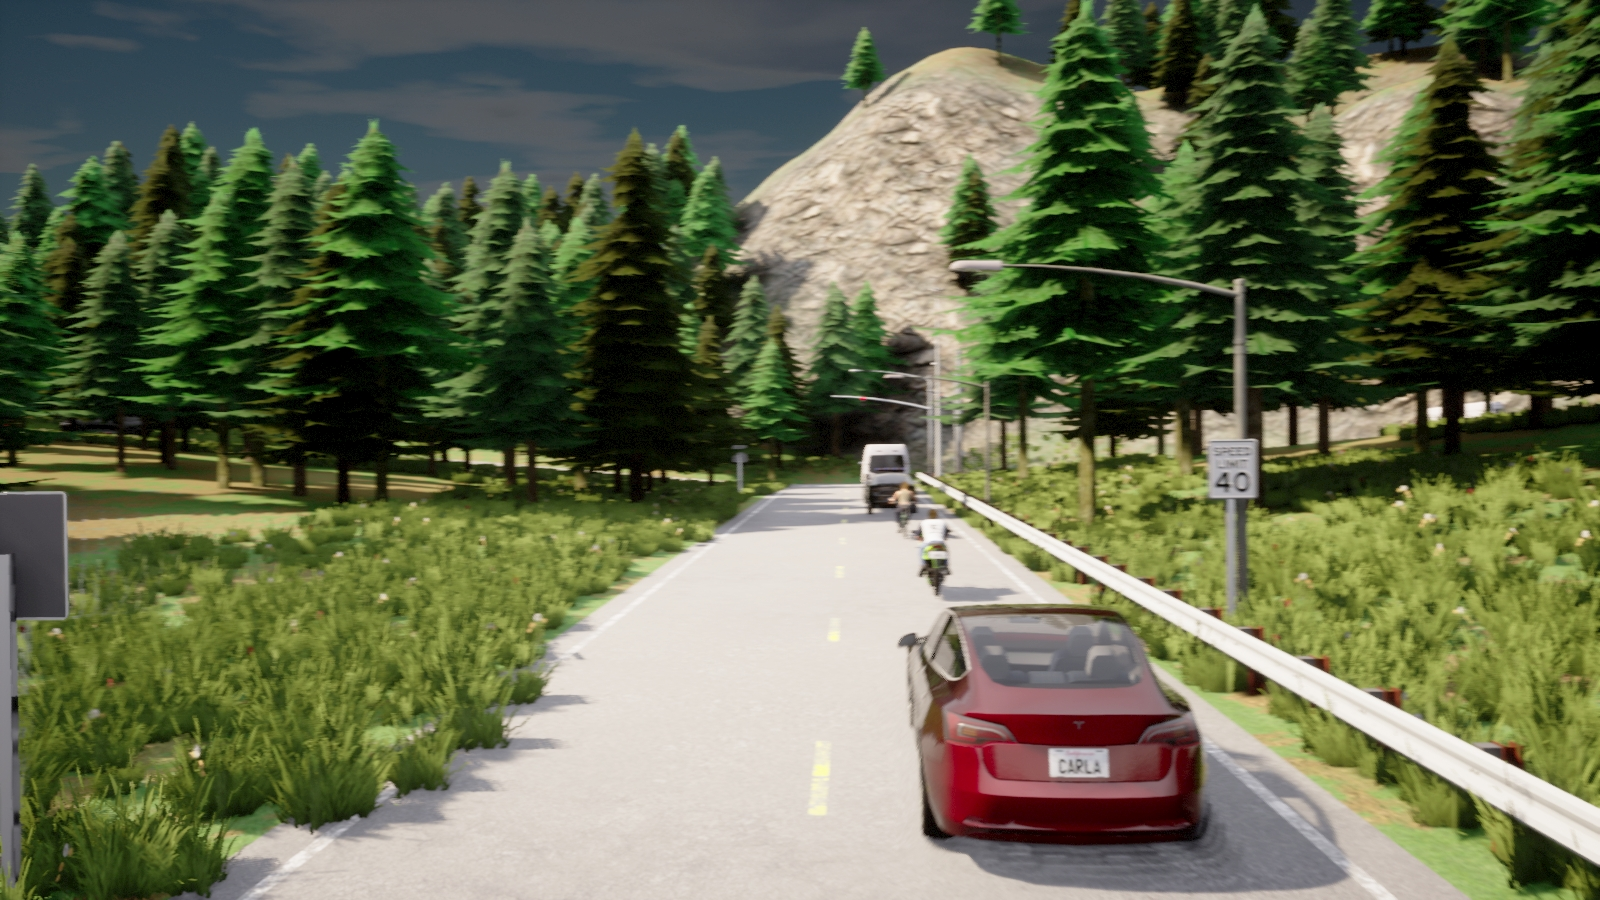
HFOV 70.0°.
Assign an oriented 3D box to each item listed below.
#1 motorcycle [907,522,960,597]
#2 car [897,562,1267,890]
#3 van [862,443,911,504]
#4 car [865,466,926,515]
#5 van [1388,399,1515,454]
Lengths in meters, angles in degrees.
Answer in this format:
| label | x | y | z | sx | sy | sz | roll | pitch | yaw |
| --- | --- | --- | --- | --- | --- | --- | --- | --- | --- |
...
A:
| label | x | y | z | sx | sy | sz | roll | pitch | yaw |
| --- | --- | --- | --- | --- | --- | --- | --- | --- | --- |
| motorcycle | 2.412 | 1.963 | 20.784 | 0.803 | 1.145 | 2.033 | -1 | 0 | 3 |
| car | 1.928 | 1.929 | 9.432 | 2.163 | 1.488 | 4.792 | -1 | 1 | 4 |
| van | 3.804 | 0.973 | 51.181 | 1.988 | 2.561 | 5.915 | -1 | 1 | 3 |
| car | 3.590 | 1.495 | 43.770 | 2.097 | 1.638 | 5.238 | -1 | 1 | 3 |
| van | 37.817 | -1.317 | 66.542 | 1.988 | 2.561 | 5.915 | -2 | -4 | -38 |
